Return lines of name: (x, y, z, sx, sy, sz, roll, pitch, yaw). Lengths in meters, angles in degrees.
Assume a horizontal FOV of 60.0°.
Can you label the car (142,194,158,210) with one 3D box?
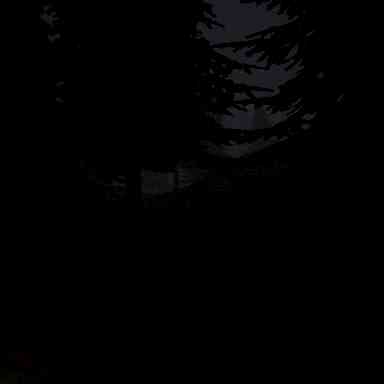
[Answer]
car: (-6.438, 1.206, 39.240, 2.150, 2.045, 5.566, 0, 0, 37)
